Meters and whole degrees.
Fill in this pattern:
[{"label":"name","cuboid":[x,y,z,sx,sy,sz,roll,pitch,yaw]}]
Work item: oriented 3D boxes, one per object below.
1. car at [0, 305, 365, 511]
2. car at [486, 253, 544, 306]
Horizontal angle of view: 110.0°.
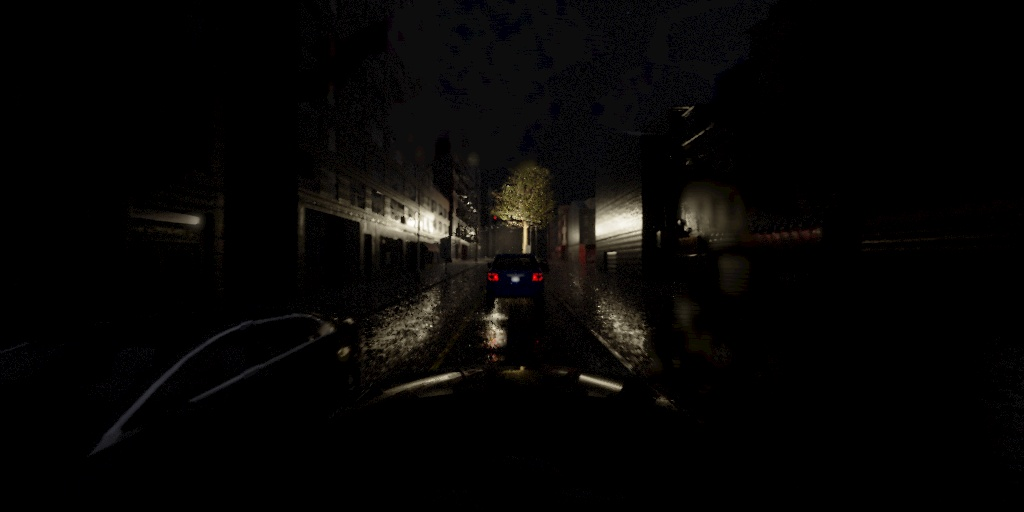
[{"label":"car","cuboid":[-2.848,1.239,2.801,2.128,1.511,4.902,0,0,0]},{"label":"car","cuboid":[0.106,0.864,15.208,2.150,2.045,5.566,0,1,0]}]
